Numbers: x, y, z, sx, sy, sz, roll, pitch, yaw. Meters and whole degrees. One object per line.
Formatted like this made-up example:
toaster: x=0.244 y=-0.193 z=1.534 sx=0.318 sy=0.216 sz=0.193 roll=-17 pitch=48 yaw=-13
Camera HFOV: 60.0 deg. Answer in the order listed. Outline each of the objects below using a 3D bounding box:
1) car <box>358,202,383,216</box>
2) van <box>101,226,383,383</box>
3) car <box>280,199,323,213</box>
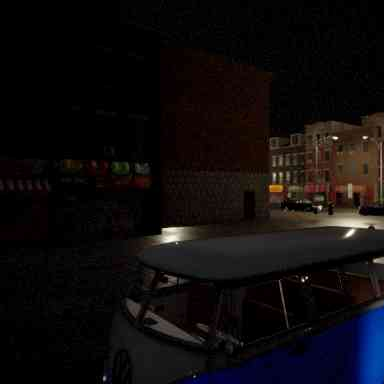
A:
car: x=17.119 y=1.571 z=29.572 sx=1.994 sy=1.385 sz=4.181 roll=0 pitch=0 yaw=-35
van: x=1.070 y=1.341 z=3.584 sx=3.998 sy=1.788 sz=1.690 roll=0 pitch=0 yaw=-36
car: x=12.000 y=1.492 z=36.759 sx=2.128 sy=1.511 sz=4.902 roll=0 pitch=0 yaw=-35
